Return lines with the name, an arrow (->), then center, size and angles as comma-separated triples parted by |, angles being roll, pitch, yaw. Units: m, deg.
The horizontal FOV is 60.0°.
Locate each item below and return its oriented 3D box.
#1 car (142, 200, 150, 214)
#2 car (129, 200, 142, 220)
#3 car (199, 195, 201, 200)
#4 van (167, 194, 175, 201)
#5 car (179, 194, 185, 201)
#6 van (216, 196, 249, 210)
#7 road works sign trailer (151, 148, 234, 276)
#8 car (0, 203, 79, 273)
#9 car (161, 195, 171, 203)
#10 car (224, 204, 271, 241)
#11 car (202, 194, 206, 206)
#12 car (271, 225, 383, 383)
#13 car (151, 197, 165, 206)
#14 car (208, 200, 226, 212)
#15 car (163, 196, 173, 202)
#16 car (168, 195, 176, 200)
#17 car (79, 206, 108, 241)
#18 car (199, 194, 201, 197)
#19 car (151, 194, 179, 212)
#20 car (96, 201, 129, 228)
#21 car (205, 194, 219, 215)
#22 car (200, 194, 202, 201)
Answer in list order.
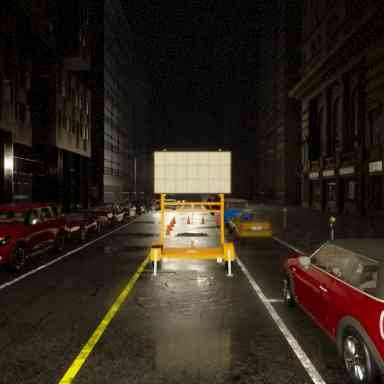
car -> -5.710, 1.569, 33.267 | 1.947, 1.339, 4.313 | 0, 0, 0
car -> -5.720, 1.552, 27.665 | 2.008, 1.369, 4.403 | 0, 0, 0
car -> 2.863, 1.585, 61.274 | 1.947, 1.339, 4.313 | 0, 0, 0
van -> -5.614, 1.380, 89.289 | 1.690, 1.788, 3.998 | 0, 0, 0
car -> -2.854, 1.602, 87.883 | 1.994, 1.385, 4.181 | 0, 0, 0
van -> 2.795, 1.341, 22.062 | 1.690, 1.788, 3.998 | 0, 0, 0
road works sign trailer -> 0.015, 0.464, 10.305 | 2.380, 3.560, 2.880 | 0, 0, 0
car -> -5.749, 1.314, 10.859 | 2.192, 1.841, 5.009 | 0, 0, 0
car -> -5.643, 1.467, 72.482 | 1.967, 1.590, 4.097 | 0, 0, 0
car -> 2.786, 1.525, 16.631 | 1.752, 1.417, 4.829 | 0, 0, 0
car -> 2.833, 1.324, 44.469 | 2.192, 1.841, 5.009 | 0, 0, 0
car -> 2.766, 1.440, 5.256 | 1.967, 1.590, 4.097 | 0, 0, 0
car -> -5.672, 1.560, 55.676 | 1.887, 1.381, 4.507 | 0, 0, 0
car -> 2.825, 1.588, 38.867 | 1.802, 1.307, 4.206 | 0, 0, 0
car -> -5.633, 1.576, 78.084 | 1.887, 1.381, 4.507 | 0, 0, 0
car -> -5.604, 1.587, 94.891 | 1.887, 1.381, 4.507 | 0, 0, 0
car -> -5.739, 1.581, 16.461 | 1.802, 1.307, 4.206 | 0, 0, 0
car -> 2.873, 1.464, 66.875 | 1.967, 1.590, 4.097 | 0, 0, 0
car -> -3.037, 1.227, 38.546 | 2.150, 2.045, 5.566 | 0, 0, 0
car -> -5.730, 1.440, 22.063 | 1.967, 1.590, 4.097 | 0, 0, 0
car -> 2.814, 1.318, 33.265 | 2.192, 1.841, 5.009 | 0, 0, 0
car -> 2.853, 1.456, 55.672 | 1.967, 1.590, 4.097 | 0, 0, 0
